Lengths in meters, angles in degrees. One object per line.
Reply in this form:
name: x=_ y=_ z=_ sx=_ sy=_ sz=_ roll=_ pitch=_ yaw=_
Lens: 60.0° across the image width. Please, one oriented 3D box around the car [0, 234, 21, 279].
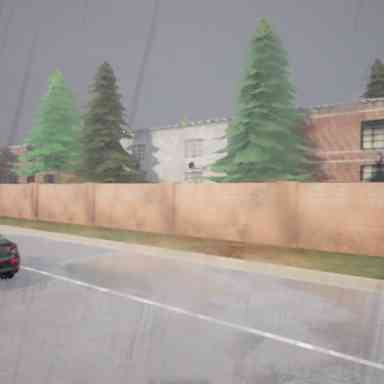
car: x=-6.112 y=1.411 z=8.354 sx=4.674 sy=1.442 sz=1.812 roll=1 pitch=1 yaw=35
